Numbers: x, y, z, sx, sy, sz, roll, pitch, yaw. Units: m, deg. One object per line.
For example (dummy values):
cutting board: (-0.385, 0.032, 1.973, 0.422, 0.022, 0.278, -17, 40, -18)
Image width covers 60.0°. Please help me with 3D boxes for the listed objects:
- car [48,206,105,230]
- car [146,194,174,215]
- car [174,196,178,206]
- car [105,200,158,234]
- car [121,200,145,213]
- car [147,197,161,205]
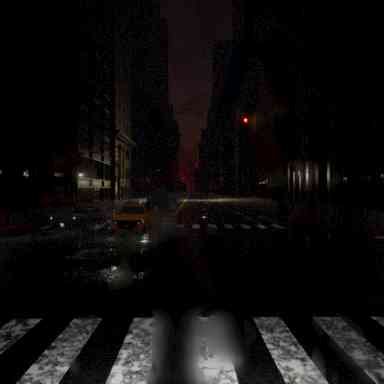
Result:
car: (-7.193, 1.593, 21.473, 1.895, 1.301, 4.718, 0, 0, 9)
car: (-3.374, 1.202, 34.085, 2.150, 2.045, 5.566, 0, 0, 0)
car: (-3.362, 1.449, 55.105, 2.128, 1.511, 4.902, 0, 0, 0)
car: (-3.362, 1.469, 19.517, 1.882, 1.535, 5.008, 0, 0, 0)
car: (-6.626, 1.579, 37.671, 1.895, 1.301, 4.718, 0, 0, 0)
car: (-6.598, 1.554, 57.896, 1.895, 1.301, 4.718, 0, 0, 0)
